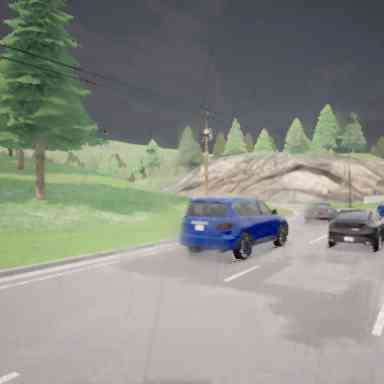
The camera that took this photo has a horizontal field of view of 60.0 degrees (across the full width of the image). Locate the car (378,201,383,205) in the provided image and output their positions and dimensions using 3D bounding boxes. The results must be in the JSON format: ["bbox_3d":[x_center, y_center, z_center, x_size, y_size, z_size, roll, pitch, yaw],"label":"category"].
[{"bbox_3d":[16.783,1.452,28.013,1.882,1.535,5.008,0,0,35],"label":"car"}]

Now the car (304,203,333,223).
[{"bbox_3d":[9.723,1.526,25.009,2.033,1.411,5.357,0,0,29],"label":"car"}]

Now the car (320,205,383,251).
[{"bbox_3d":[7.201,1.492,14.313,1.837,1.490,4.892,0,0,35],"label":"car"}]

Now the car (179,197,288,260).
[{"bbox_3d":[1.805,1.213,12.713,2.150,2.045,5.566,0,0,36],"label":"car"}]
